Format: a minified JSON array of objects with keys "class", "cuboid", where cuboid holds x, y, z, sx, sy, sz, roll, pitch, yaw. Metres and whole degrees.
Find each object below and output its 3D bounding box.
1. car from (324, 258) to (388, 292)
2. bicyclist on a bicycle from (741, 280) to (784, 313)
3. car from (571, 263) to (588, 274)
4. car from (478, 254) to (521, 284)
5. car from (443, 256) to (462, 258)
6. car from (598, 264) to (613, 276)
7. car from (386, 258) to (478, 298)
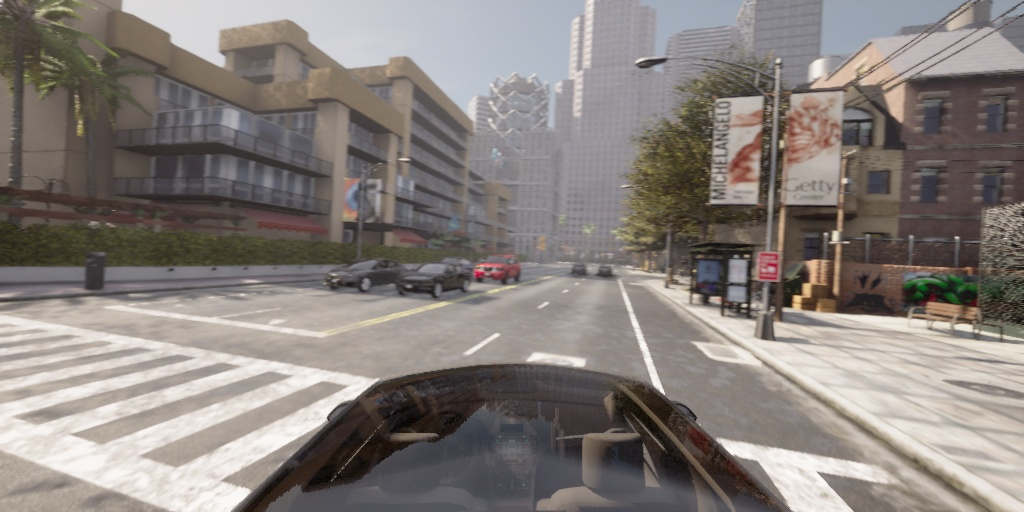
[{"class":"car","cuboid":[-7.037,0.859,17.875,1.837,1.490,4.892,3,0,16]},{"class":"bicyclist on a bicycle","cuboid":[10.841,1.627,15.477,1.656,1.620,0.582,4,0,16]},{"class":"car","cuboid":[9.483,1.719,50.360,2.128,1.511,4.902,3,0,16]},{"class":"car","cuboid":[-0.885,0.903,26.806,2.150,2.045,5.566,3,0,16]},{"class":"car","cuboid":[-4.543,0.835,26.723,2.097,1.767,4.553,3,0,16]},{"class":"car","cuboid":[13.238,1.923,50.796,2.128,1.511,4.902,3,0,16]},{"class":"car","cuboid":[-3.586,1.020,17.233,1.882,1.535,5.008,3,0,16]}]
